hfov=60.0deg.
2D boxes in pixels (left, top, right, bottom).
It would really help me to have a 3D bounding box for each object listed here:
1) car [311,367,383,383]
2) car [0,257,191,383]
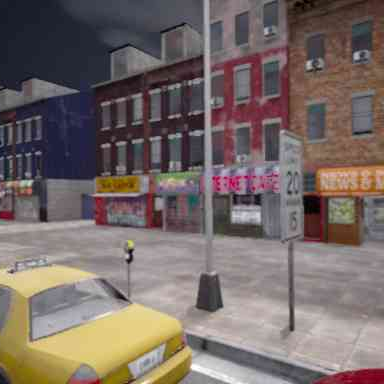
[{"bbox_3d":[2.469,1.532,1.053,4.507,1.381,1.887,-1,0,35],"label":"car"},{"bbox_3d":[-2.296,1.563,4.445,4.829,1.417,1.752,-1,0,35],"label":"car"}]
